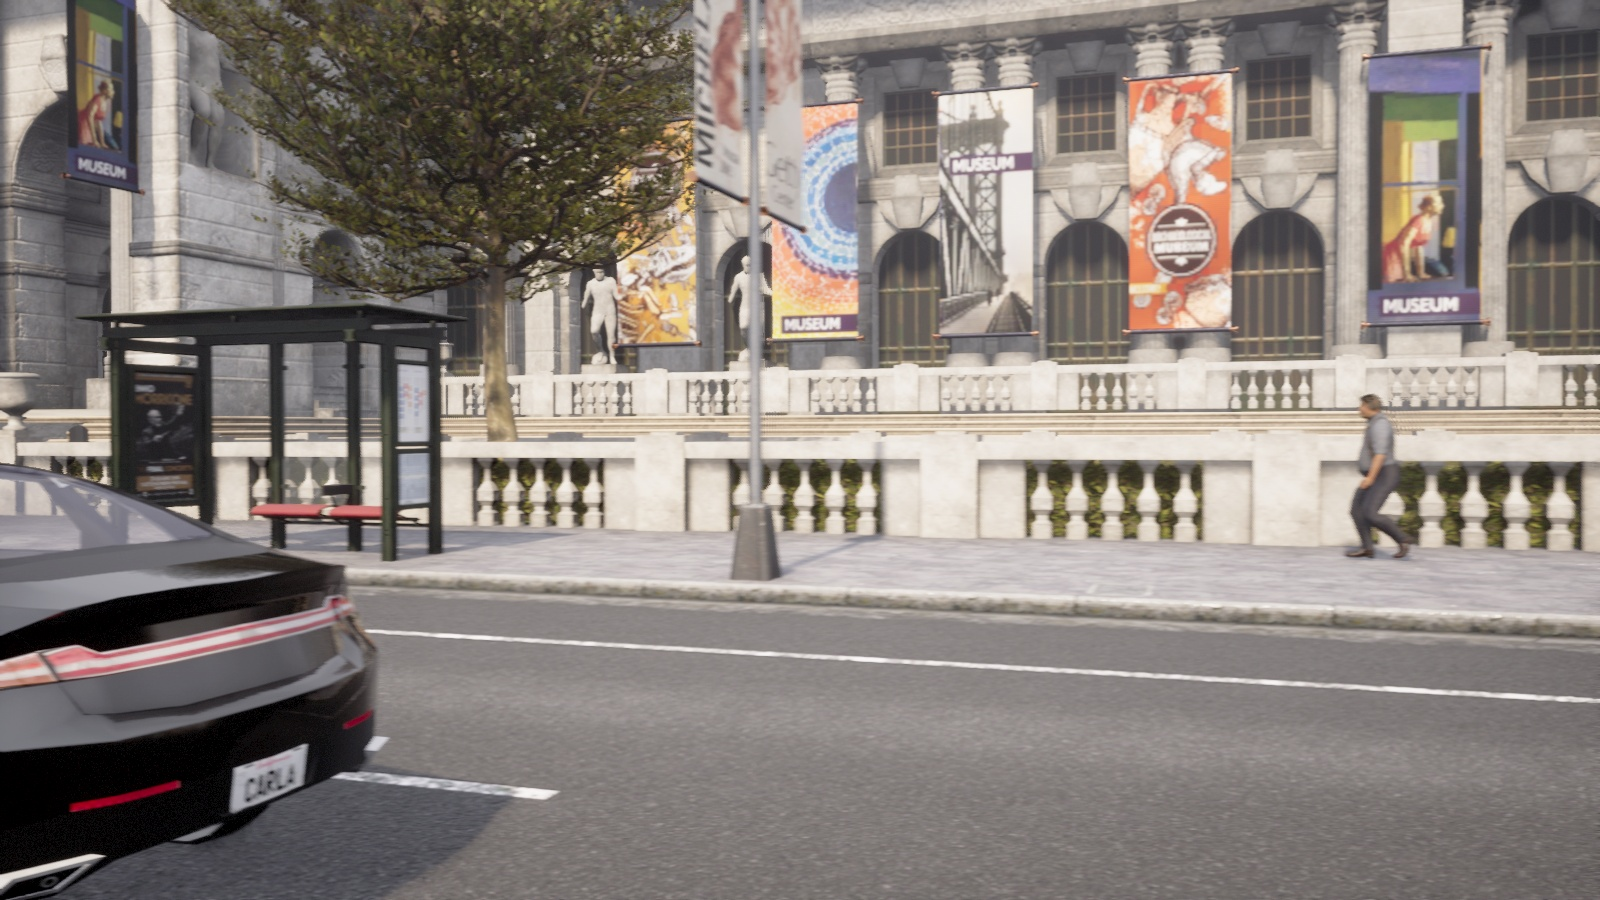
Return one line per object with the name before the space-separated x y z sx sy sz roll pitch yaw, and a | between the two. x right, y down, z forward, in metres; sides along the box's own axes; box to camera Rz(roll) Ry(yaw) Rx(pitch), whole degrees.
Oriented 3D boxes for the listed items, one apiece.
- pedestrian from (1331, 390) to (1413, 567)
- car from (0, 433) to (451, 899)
pedestrian | 6.090 0.292 13.396 0.694 1.848 0.540 0 1 13
car | -3.995 0.696 4.547 4.902 1.511 2.128 1 1 18
